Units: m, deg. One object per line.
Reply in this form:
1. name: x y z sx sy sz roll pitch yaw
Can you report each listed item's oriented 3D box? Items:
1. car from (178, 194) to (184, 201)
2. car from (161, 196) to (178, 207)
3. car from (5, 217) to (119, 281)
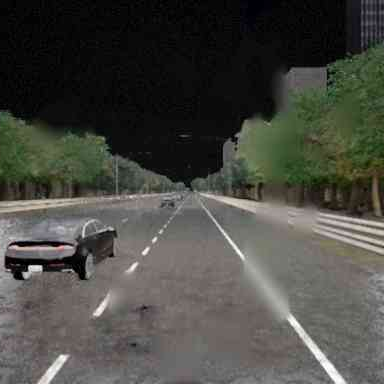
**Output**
1. car: -3.495 1.546 78.676 1.895 1.301 4.718 0 0 0
2. car: -3.498 1.471 48.991 1.837 1.490 4.892 0 0 0
3. car: -3.498 1.490 9.856 2.128 1.511 4.902 0 0 0
